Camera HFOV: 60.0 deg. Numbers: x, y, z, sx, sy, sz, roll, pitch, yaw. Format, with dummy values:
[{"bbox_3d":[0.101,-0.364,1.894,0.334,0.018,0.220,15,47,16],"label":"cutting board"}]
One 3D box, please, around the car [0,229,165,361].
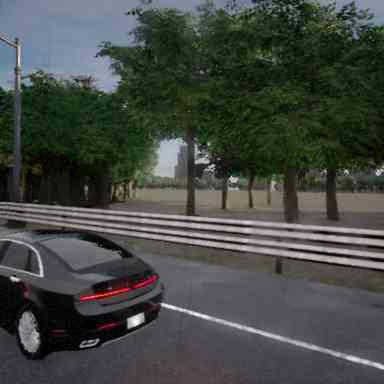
[{"bbox_3d":[-2.690,1.418,5.848,4.892,1.490,1.837,1,1,36],"label":"car"}]
